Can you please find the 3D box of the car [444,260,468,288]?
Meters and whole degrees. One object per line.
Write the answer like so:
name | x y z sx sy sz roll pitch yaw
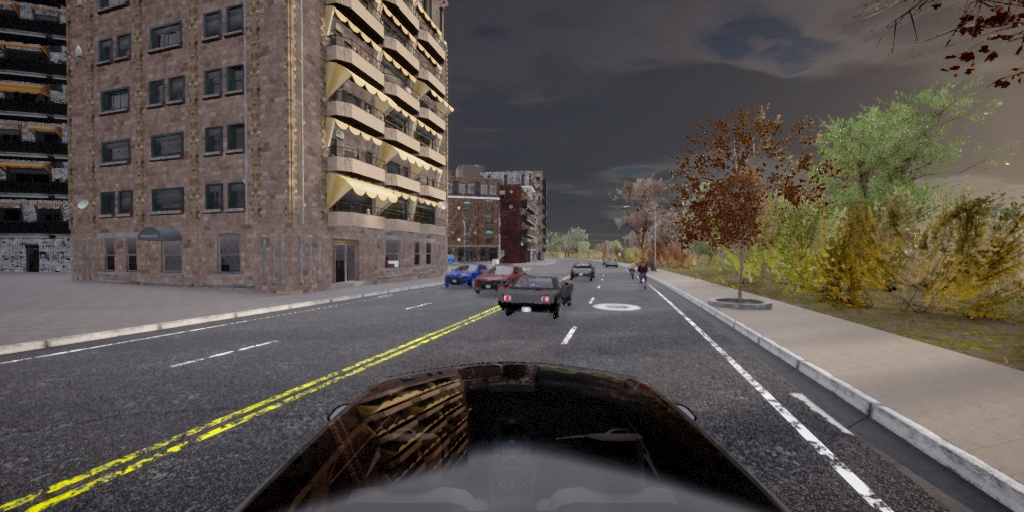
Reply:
car | -2.749 1.225 23.813 1.882 1.535 5.008 0 0 16

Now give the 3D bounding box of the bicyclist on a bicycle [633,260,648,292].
bicyclist on a bicycle | 7.471 1.115 20.507 0.659 1.776 1.843 0 0 16

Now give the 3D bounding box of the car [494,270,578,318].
car | 1.095 1.348 13.158 1.895 1.301 4.718 0 0 17

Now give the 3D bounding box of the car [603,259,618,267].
car | 17.366 1.283 62.755 1.994 1.385 4.181 0 0 13

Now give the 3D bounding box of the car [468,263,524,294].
car | -0.472 1.225 19.986 1.882 1.535 5.008 0 0 16

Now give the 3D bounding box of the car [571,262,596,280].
car | 6.130 1.234 30.734 2.128 1.511 4.902 0 0 15

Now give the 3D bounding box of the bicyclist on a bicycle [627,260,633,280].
bicyclist on a bicycle | 10.252 1.177 30.575 0.866 1.612 1.509 0 0 15
